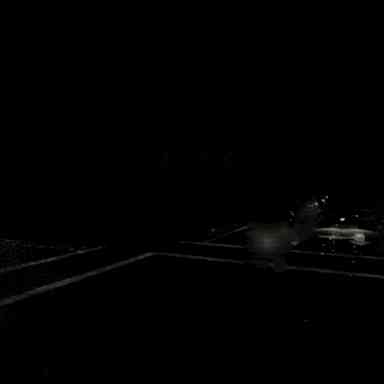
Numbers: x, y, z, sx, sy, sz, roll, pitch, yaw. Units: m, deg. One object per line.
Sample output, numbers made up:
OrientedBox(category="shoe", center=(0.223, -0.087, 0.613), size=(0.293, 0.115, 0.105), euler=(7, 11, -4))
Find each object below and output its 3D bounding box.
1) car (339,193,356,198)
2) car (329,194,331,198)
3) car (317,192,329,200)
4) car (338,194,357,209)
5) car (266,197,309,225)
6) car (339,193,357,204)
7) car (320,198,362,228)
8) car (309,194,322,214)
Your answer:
OrientedBox(category="car", center=(13.045, 1.131, 28.011), size=(1.837, 1.490, 4.892), euler=(0, 1, 25))
OrientedBox(category="car", center=(19.241, 0.732, 49.104), size=(2.097, 1.767, 4.553), euler=(0, 1, 26))
OrientedBox(category="car", center=(14.852, 0.994, 39.937), size=(2.128, 1.511, 4.902), euler=(0, 1, 25))
OrientedBox(category="car", center=(17.463, 1.028, 37.281), size=(1.812, 1.442, 4.674), euler=(0, 1, 25))
OrientedBox(category="car", center=(6.249, 1.219, 22.015), size=(1.882, 1.535, 5.008), euler=(0, 1, 26))
OrientedBox(category="car", center=(21.949, 0.869, 46.670), size=(2.128, 1.511, 4.902), euler=(0, 1, 26))
OrientedBox(category="car", center=(9.163, 1.296, 20.089), size=(1.994, 1.385, 4.181), euler=(0, 1, 27))
OrientedBox(category="car", center=(10.506, 1.171, 30.817), size=(2.033, 1.411, 5.357), euler=(0, 1, 25))
